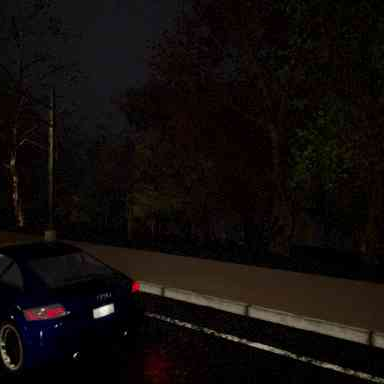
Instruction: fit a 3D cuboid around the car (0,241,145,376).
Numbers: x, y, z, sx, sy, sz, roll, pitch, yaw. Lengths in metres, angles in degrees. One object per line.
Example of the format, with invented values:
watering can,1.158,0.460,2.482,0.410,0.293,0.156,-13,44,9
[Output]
car,-2.786,1.563,5.654,4.181,1.385,1.994,0,0,37
